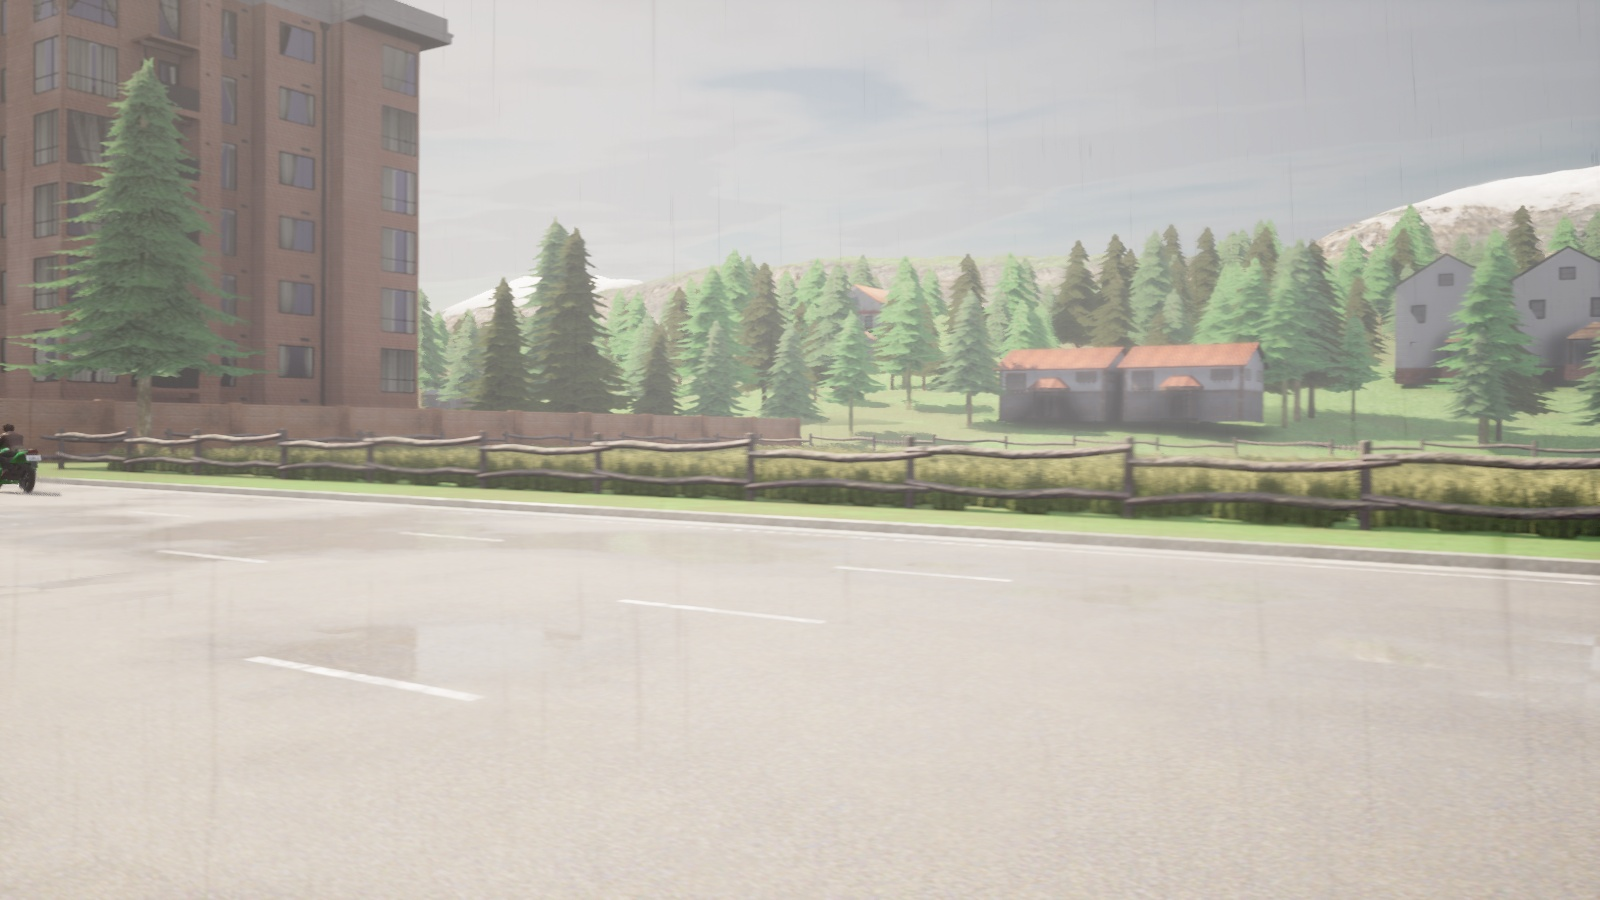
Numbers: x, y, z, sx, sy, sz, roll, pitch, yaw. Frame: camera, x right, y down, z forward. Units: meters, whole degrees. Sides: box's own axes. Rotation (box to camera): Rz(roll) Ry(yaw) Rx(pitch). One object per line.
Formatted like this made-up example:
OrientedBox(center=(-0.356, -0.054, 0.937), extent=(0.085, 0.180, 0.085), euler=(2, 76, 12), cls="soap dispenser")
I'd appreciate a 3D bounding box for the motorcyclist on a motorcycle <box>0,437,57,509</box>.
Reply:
OrientedBox(center=(-17.281, 0.493, 27.594), extent=(2.044, 1.523, 0.797), euler=(0, 1, 33), cls="motorcyclist on a motorcycle")
